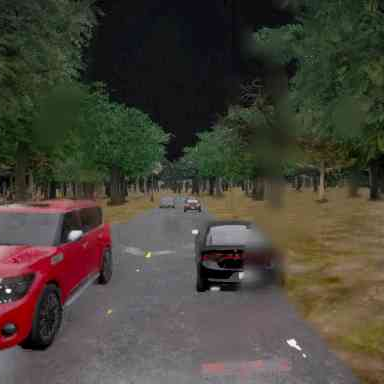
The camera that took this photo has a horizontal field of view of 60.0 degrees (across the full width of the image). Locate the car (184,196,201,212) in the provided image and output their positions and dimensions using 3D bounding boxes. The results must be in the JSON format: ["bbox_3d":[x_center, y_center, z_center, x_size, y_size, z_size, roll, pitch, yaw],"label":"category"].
[{"bbox_3d":[0.047,1.453,37.048,1.812,1.442,4.674,0,0,0],"label":"car"}]

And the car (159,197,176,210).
[{"bbox_3d":[-3.069,1.407,42.149,1.837,1.490,4.892,0,0,0],"label":"car"}]

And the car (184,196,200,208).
[{"bbox_3d":[-0.029,1.368,47.170,2.128,1.511,4.902,0,0,0],"label":"car"}]

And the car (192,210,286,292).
[{"bbox_3d":[1.036,1.477,8.956,1.882,1.535,5.008,0,0,0],"label":"car"}]

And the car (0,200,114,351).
[{"bbox_3d":[-3.109,1.222,6.552,2.150,2.045,5.566,0,0,0],"label":"car"}]
